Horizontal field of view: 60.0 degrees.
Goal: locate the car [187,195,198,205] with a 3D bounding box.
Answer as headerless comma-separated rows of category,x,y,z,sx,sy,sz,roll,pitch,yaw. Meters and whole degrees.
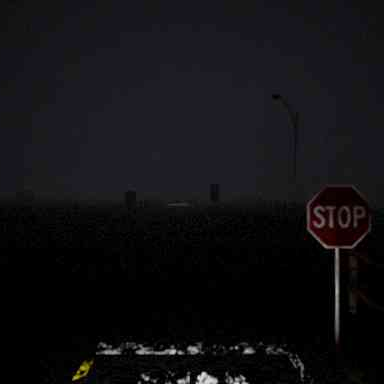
car,0.117,1.539,61.293,1.812,1.442,4.674,0,0,0

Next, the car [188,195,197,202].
car,0.136,1.349,71.299,1.837,1.490,4.892,0,0,0

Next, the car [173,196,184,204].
car,-2.627,1.492,65.471,1.882,1.535,5.008,0,0,0
